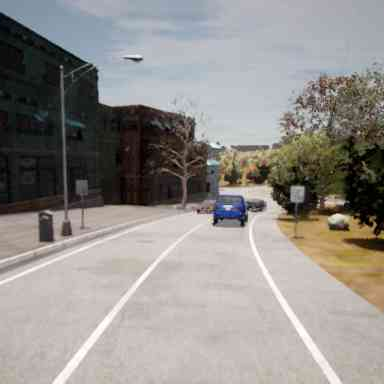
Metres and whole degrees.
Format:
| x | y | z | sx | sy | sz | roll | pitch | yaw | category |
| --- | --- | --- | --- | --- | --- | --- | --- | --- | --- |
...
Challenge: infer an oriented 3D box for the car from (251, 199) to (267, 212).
| x | y | z | sx | sy | sz | roll | pitch | yaw | category |
| --- | --- | --- | --- | --- | --- | --- | --- | --- | --- |
| 8.218 | 1.598 | 41.736 | 1.837 | 1.490 | 4.892 | 2 | 0 | 21 | car |

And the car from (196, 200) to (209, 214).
| x | y | z | sx | sy | sz | roll | pitch | yaw | category |
| --- | --- | --- | --- | --- | --- | --- | --- | --- | --- |
| 1.810 | 1.480 | 33.601 | 1.994 | 1.385 | 4.181 | 2 | 0 | 17 | car |

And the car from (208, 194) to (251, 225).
| x | y | z | sx | sy | sz | roll | pitch | yaw | category |
| --- | --- | --- | --- | --- | --- | --- | --- | --- | --- |
| 2.882 | 1.200 | 24.079 | 2.150 | 2.045 | 5.566 | 1 | 0 | 12 | car |
